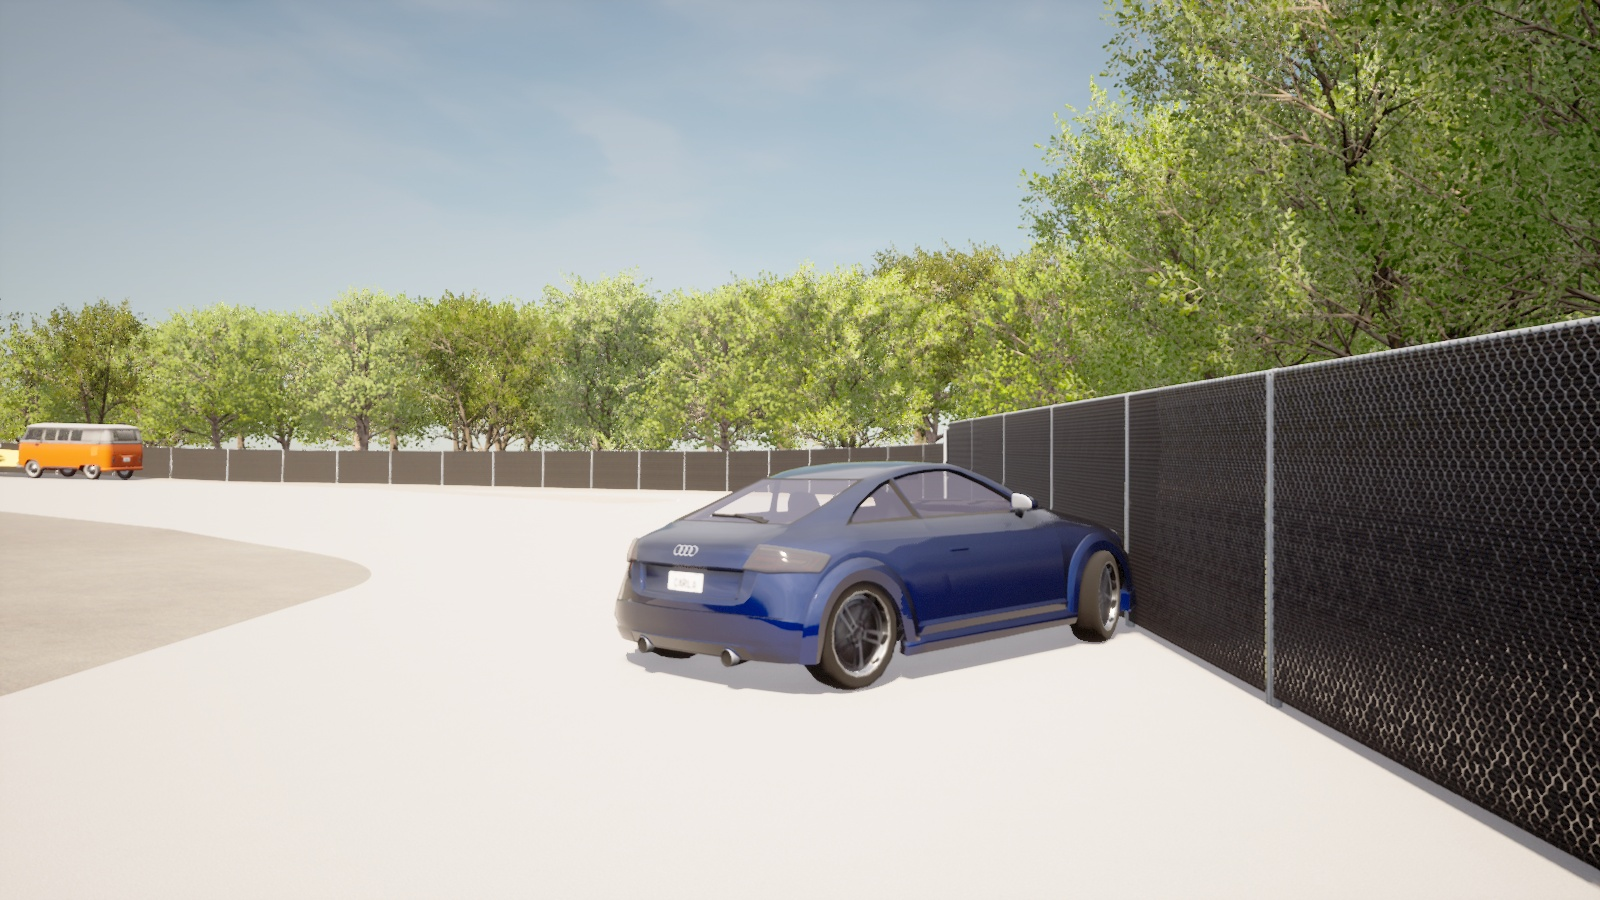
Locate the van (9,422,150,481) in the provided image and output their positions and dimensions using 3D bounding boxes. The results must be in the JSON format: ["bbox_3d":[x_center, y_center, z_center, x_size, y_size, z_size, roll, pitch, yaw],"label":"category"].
[{"bbox_3d":[-25.854,0.014,45.089,4.442,1.987,1.775,1,1,15],"label":"van"}]

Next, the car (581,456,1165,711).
[{"bbox_3d":[0.715,0.773,9.264,4.181,1.385,1.994,-1,0,-45],"label":"car"}]
